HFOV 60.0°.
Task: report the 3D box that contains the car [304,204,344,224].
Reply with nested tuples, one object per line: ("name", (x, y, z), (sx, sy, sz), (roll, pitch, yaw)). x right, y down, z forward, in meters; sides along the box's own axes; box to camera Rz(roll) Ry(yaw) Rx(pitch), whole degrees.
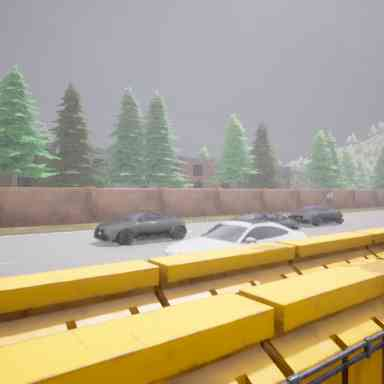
("car", (8.602, 1.562, 22.999), (4.181, 1.385, 1.994), (0, 0, -35))

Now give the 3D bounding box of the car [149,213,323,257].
("car", (1.381, 1.525, 9.256), (4.674, 1.442, 1.812), (0, 0, -35))

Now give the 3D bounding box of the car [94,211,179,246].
("car", (-2.274, 1.563, 15.242), (4.181, 1.385, 1.994), (0, 0, -35))

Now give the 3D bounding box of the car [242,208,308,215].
("car", (2.844, 1.564, 14.586), (4.181, 1.385, 1.994), (0, 0, -35))
